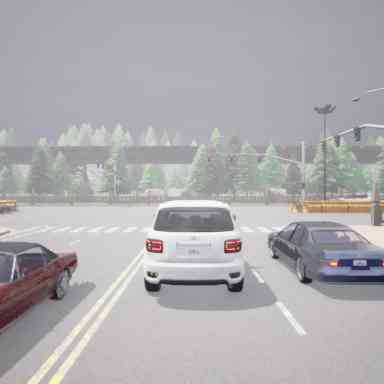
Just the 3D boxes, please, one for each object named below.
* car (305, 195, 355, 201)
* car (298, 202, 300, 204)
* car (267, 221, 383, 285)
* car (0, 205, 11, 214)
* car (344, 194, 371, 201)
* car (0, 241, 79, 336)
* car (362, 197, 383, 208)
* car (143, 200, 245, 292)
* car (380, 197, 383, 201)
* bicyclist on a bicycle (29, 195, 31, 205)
[{"bbox_3d":[16.671,1.491,40.779,4.902,1.511,2.128,0,0,0],"label":"car"},{"bbox_3d":[17.827,1.477,47.774,5.008,1.535,1.882,0,0,0],"label":"car"},{"bbox_3d":[3.576,1.547,9.550,2.033,1.411,5.357,0,0,0],"label":"car"},{"bbox_3d":[-21.467,1.547,33.791,5.357,1.411,2.033,0,0,0],"label":"car"},{"bbox_3d":[21.113,1.221,44.256,5.566,2.045,2.150,0,0,0],"label":"car"},{"bbox_3d":[-3.595,1.601,5.600,1.895,1.301,4.718,0,0,0],"label":"car"},{"bbox_3d":[27.319,1.505,47.727,4.892,1.490,1.837,0,0,0],"label":"car"},{"bbox_3d":[0.067,1.221,9.061,2.150,2.045,5.566,0,0,1],"label":"car"},{"bbox_3d":[26.174,1.478,40.734,5.008,1.535,1.882,0,0,0],"label":"car"},{"bbox_3d":[-27.018,1.301,55.805,0.582,1.620,1.656,0,0,0],"label":"bicyclist on a bicycle"}]
